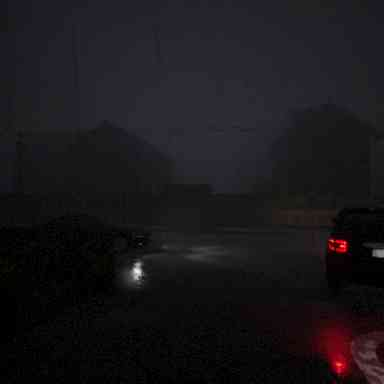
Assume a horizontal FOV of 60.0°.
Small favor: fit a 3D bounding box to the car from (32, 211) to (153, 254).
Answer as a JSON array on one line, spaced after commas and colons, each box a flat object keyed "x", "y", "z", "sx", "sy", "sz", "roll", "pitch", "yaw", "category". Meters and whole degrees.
[{"x": -4.088, "y": 1.575, "z": 13.702, "sx": 5.008, "sy": 1.535, "sz": 1.882, "roll": 0, "pitch": 0, "yaw": 11, "category": "car"}]

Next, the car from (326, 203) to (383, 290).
[{"x": 4.950, "y": 1.294, "z": 8.811, "sx": 2.150, "sy": 2.045, "sz": 5.566, "roll": 0, "pitch": 0, "yaw": 29, "category": "car"}]
